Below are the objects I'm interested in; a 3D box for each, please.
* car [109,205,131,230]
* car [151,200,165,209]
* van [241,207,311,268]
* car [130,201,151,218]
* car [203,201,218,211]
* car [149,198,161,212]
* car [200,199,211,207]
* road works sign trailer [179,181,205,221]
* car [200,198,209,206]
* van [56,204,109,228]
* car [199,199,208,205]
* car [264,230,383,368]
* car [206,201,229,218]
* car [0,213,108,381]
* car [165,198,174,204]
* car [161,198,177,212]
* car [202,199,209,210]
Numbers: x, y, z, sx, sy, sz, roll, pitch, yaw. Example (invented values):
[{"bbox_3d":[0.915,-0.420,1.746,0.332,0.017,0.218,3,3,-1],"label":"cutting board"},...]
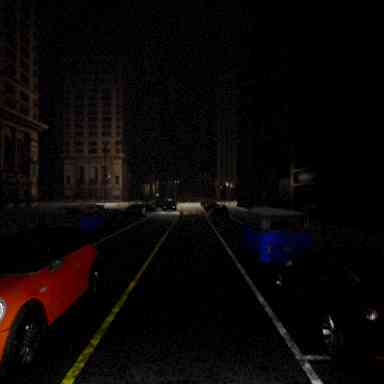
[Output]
[{"bbox_3d":[-5.761,1.773,22.775,1.887,1.381,4.507,0,-1,0],"label":"car"},{"bbox_3d":[-5.753,2.123,56.619,1.947,1.339,4.313,0,-1,0],"label":"car"},{"bbox_3d":[2.761,1.457,11.497,1.690,1.788,3.998,0,-1,0],"label":"van"},{"bbox_3d":[-5.759,1.906,34.055,1.947,1.339,4.313,0,-1,0],"label":"car"},{"bbox_3d":[2.771,2.069,50.977,1.947,1.339,4.313,0,-1,0],"label":"car"},{"bbox_3d":[-5.756,1.890,45.338,1.967,1.590,4.097,0,-1,0],"label":"car"},{"bbox_3d":[2.775,2.211,67.899,2.008,1.369,4.403,0,-1,0],"label":"car"},{"bbox_3d":[0.006,0.772,30.803,2.380,3.560,2.880,0,-1,0],"label":"road works sign trailer"},{"bbox_3d":[2.776,2.152,73.541,1.967,1.590,4.097,0,-1,0],"label":"car"},{"bbox_3d":[-5.763,1.514,17.136,1.690,1.788,3.998,0,-1,0],"label":"van"},{"bbox_3d":[2.777,2.313,79.181,2.008,1.369,4.403,0,-1,0],"label":"car"},{"bbox_3d":[2.761,1.626,5.854,1.947,1.339,4.313,0,-1,0],"label":"car"},{"bbox_3d":[2.767,1.885,34.056,1.887,1.381,4.507,0,-1,0],"label":"car"},{"bbox_3d":[-3.100,1.410,5.642,2.097,1.767,4.553,0,-1,0],"label":"car"},{"bbox_3d":[-5.747,2.364,84.822,2.008,1.369,4.403,0,-1,0],"label":"car"},{"bbox_3d":[-3.075,1.969,46.914,1.837,1.490,4.892,0,0,0],"label":"car"},{"bbox_3d":[2.769,2.000,45.337,2.008,1.369,4.403,0,-1,0],"label":"car"}]
